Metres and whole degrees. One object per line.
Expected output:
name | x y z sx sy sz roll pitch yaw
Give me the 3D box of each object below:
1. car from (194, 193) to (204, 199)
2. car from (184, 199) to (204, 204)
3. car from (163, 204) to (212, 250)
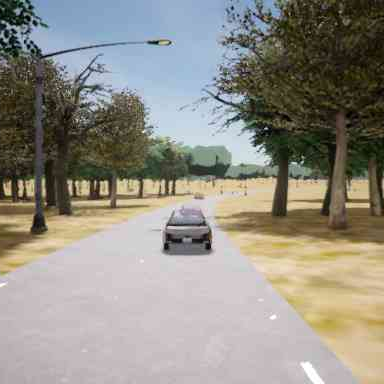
car | 1.603 0.998 75.519 1.882 1.535 5.008 1 1 9
car | -0.019 1.597 29.193 1.895 1.301 4.718 0 0 2
car | -0.190 1.490 14.200 2.128 1.511 4.902 0 0 -1
